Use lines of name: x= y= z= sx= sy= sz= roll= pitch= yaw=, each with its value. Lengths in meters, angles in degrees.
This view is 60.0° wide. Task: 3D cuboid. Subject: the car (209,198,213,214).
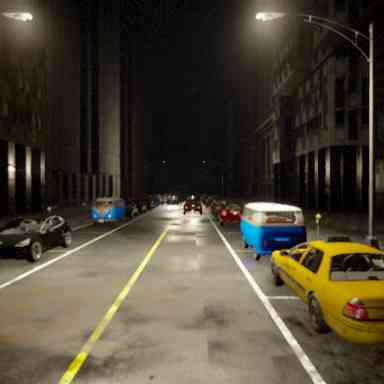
car: x=2.758 y=1.485 z=29.093 sx=1.752 sy=1.417 sz=4.829 roll=0 pitch=0 yaw=0

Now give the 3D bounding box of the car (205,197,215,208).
car: x=2.758 y=1.503 z=34.559 sx=2.008 sy=1.369 sz=4.403 roll=0 pitch=0 yaw=0

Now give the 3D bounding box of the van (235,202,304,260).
van: x=2.758 y=1.324 z=12.013 sx=1.690 sy=1.788 sz=3.998 roll=0 pitch=0 yaw=0

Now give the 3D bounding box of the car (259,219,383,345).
car: x=2.759 y=1.516 z=6.548 sx=1.752 sy=1.417 sz=4.829 roll=0 pitch=0 yaw=0

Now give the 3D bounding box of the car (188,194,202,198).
car: x=0.000 y=1.421 z=52.281 sx=2.128 sy=1.511 sz=4.902 roll=0 pitch=0 yaw=0

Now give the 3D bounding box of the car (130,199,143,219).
car: x=-5.767 y=1.526 z=28.911 sx=1.947 sy=1.339 sz=4.313 roll=0 pitch=0 yaw=0

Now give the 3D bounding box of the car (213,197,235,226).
car: x=2.758 y=1.408 z=23.286 sx=1.967 sy=1.590 sz=4.097 roll=0 pitch=0 yaw=0

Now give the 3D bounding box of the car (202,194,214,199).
car: x=2.756 y=1.378 z=45.831 sx=1.967 sy=1.590 sz=4.097 roll=0 pitch=0 yaw=0

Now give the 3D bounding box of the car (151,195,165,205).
car: x=-5.769 y=1.363 z=57.095 sx=1.967 sy=1.590 sz=4.097 roll=0 pitch=0 yaw=0

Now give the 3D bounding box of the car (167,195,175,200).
car: x=-5.771 y=1.433 z=90.914 sx=2.008 sy=1.369 sz=4.403 roll=0 pitch=0 yaw=0

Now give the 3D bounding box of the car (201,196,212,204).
car: x=2.756 y=1.460 z=62.741 sx=1.887 sy=1.381 sz=4.507 roll=0 pitch=0 yaw=0

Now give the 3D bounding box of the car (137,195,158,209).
car: x=-5.769 y=1.260 z=40.184 sx=2.192 sy=1.841 sz=5.009 roll=0 pitch=0 yaw=0

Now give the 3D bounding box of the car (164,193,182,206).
car: x=-3.075 y=1.419 z=53.735 sx=2.128 sy=1.511 sz=4.902 roll=0 pitch=0 yaw=0

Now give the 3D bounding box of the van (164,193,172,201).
van: x=-5.771 y=1.235 z=79.641 sx=1.690 sy=1.788 sz=3.998 roll=0 pitch=0 yaw=0

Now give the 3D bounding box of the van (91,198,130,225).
van: x=-5.767 y=1.309 z=23.274 sx=1.690 sy=1.788 sz=3.998 roll=0 pitch=0 yaw=0

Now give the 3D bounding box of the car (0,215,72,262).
car: x=-5.766 y=1.549 z=12.001 sx=1.947 sy=1.339 sz=4.313 roll=0 pitch=0 yaw=0

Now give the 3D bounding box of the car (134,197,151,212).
car: x=-5.767 y=1.519 z=34.548 sx=1.947 sy=1.339 sz=4.313 roll=0 pitch=0 yaw=0

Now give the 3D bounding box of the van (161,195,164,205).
van: x=-5.769 y=1.272 z=51.458 sx=1.690 sy=1.788 sz=3.998 roll=0 pitch=0 yaw=0

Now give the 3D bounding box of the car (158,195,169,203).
car: x=-5.770 y=1.349 z=68.368 sx=1.967 sy=1.590 sz=4.097 roll=0 pitch=0 yaw=0

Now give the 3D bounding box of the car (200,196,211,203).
car: x=2.755 y=1.474 z=68.377 sx=1.947 sy=1.339 sz=4.313 roll=0 pitch=0 yaw=0

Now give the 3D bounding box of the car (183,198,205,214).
car: x=0.091 y=1.553 z=34.808 sx=1.895 sy=1.301 sz=4.718 roll=0 pitch=0 yaw=0

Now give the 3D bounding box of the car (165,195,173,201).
car: x=-5.771 y=1.413 z=85.108 sx=1.752 sy=1.417 sz=4.829 roll=0 pitch=0 yaw=0

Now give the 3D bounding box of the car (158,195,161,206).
car: x=-5.768 y=1.483 z=45.821 sx=1.887 sy=1.381 sz=4.507 roll=0 pitch=0 yaw=0
